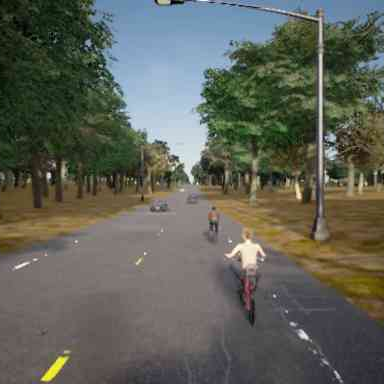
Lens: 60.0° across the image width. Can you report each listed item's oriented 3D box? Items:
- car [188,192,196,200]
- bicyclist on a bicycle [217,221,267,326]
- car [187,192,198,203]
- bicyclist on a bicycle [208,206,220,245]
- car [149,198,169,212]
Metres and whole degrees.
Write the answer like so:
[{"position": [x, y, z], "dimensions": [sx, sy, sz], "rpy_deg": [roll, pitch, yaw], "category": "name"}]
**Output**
[{"position": [0.002, 0.844, 73.884], "dimensions": [1.837, 1.490, 4.892], "rpy_deg": [0, 1, 0], "category": "car"}, {"position": [1.003, 1.456, 6.143], "dimensions": [0.866, 1.612, 1.509], "rpy_deg": [0, 0, 0], "category": "bicyclist on a bicycle"}, {"position": [0.102, 1.154, 57.956], "dimensions": [2.128, 1.511, 4.902], "rpy_deg": [0, 1, 0], "category": "car"}, {"position": [0.966, 1.464, 14.537], "dimensions": [0.582, 1.620, 1.656], "rpy_deg": [0, 0, 0], "category": "bicyclist on a bicycle"}, {"position": [-3.593, 1.437, 37.188], "dimensions": [1.837, 1.490, 4.892], "rpy_deg": [0, 0, 0], "category": "car"}]
